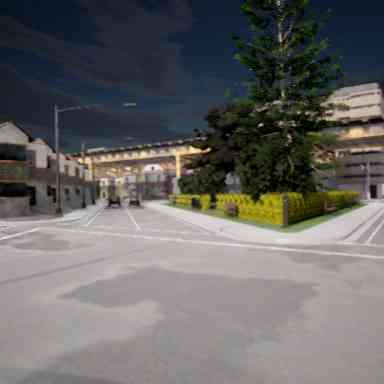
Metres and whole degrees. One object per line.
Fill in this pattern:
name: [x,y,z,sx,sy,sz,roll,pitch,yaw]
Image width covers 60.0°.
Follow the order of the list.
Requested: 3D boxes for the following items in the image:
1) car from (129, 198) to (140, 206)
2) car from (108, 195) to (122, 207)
car: [-10.513,1.806,60.791,1.882,1.535,5.008,-1,0,-13]
car: [-13.939,1.613,60.051,2.150,2.045,5.566,-1,0,-13]
